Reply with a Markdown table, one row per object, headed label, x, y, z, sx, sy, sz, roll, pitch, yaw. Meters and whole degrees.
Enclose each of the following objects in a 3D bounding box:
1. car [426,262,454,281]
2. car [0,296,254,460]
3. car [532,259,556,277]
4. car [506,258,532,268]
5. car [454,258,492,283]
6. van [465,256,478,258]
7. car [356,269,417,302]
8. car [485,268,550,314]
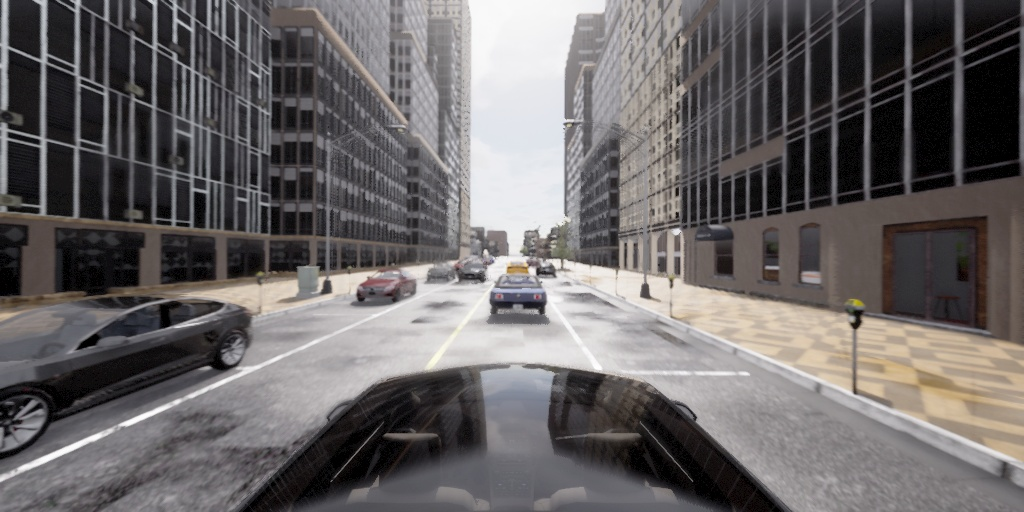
| label | x | y | z | sx | sy | sz | roll | pitch | yaw |
| --- | --- | --- | --- | --- | --- | --- | --- | --- | --- |
| car | -5.379 | 1.167 | 27.715 | 2.007 | 1.370 | 4.403 | 0 | 0 | 1 |
| car | -5.677 | 1.269 | 4.948 | 1.948 | 1.339 | 4.313 | 0 | 0 | 1 |
| car | 3.075 | 1.213 | 33.285 | 1.948 | 1.339 | 4.313 | 0 | 0 | 1 |
| car | 0.462 | 1.116 | 31.280 | 1.882 | 1.535 | 5.008 | 0 | 0 | 1 |
| car | -2.784 | 1.143 | 26.478 | 1.837 | 1.490 | 4.892 | 0 | 0 | 1 |
| van | -5.156 | 0.889 | 44.791 | 1.690 | 1.789 | 3.998 | 0 | 0 | 1 |
| car | -5.528 | 1.243 | 16.330 | 1.802 | 1.307 | 4.207 | 0 | 0 | 1 |
| car | 0.229 | 1.308 | 13.527 | 1.895 | 1.301 | 4.718 | 0 | 0 | 1 |
